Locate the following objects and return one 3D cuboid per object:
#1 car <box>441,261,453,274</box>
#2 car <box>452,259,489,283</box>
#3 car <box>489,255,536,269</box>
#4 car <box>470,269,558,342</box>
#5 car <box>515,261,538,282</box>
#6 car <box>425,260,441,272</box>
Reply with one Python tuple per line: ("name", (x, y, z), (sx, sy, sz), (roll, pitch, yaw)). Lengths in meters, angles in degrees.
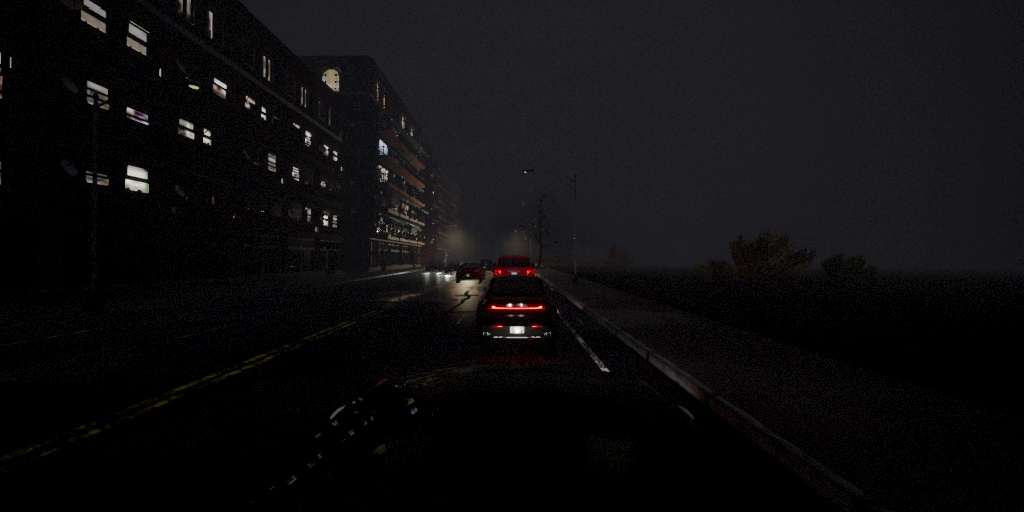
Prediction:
("car", (-6.583, 1.317, 41.643), (1.994, 1.385, 4.181), (0, 0, 0))
("car", (-3.139, 1.231, 28.005), (1.882, 1.535, 5.008), (0, 0, 0))
("car", (0.108, 0.975, 20.064), (2.150, 2.045, 5.566), (0, 0, 0))
("car", (0.105, 1.256, 9.717), (1.837, 1.490, 4.892), (0, 0, 0))
("car", (1.150, 1.209, 30.472), (1.801, 1.575, 5.366), (0, 0, 0))
("car", (-9.830, 1.279, 46.333), (1.812, 1.442, 4.674), (0, 0, 0))
